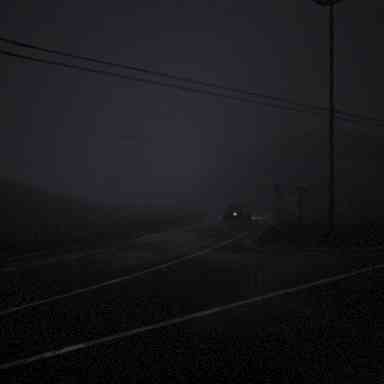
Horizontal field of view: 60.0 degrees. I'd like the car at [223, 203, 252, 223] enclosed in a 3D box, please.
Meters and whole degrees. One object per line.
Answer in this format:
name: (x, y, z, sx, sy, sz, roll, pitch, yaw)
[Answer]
car: (3.610, 1.564, 26.010, 1.994, 1.385, 4.181, 0, 0, 14)
